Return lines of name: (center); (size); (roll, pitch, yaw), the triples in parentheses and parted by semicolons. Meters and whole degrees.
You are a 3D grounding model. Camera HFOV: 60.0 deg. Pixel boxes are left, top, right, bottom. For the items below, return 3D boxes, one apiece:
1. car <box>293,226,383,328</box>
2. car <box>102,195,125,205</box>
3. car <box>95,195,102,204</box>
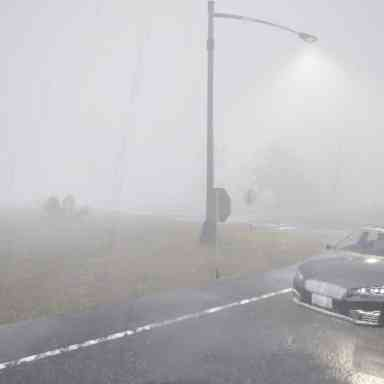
car: (4.097, 1.488, 6.808); (4.902, 1.511, 2.128); (0, 0, -35)
car: (-13.081, 1.246, 56.227); (2.097, 1.767, 4.553); (0, 0, -33)
car: (-16.321, 1.375, 60.957); (2.128, 1.511, 4.902); (0, 0, -34)
